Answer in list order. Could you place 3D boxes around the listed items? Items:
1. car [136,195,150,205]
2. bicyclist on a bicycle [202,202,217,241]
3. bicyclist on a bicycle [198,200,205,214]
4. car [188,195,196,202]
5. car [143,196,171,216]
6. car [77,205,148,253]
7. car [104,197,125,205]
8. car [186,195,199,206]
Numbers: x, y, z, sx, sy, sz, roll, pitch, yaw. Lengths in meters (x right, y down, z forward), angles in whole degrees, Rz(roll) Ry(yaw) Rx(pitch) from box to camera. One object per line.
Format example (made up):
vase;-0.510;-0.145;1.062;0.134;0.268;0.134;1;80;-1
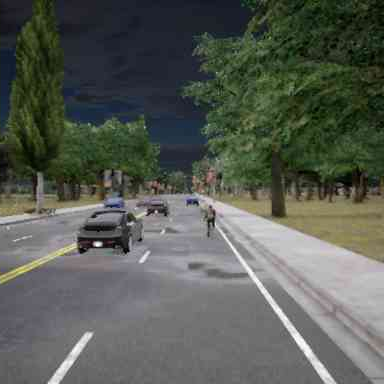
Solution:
car;-6.575;1.295;46.744;2.097;1.767;4.553;0;0;0
bicyclist on a bicycle;0.896;1.434;15.633;0.582;1.620;1.656;0;0;0
bicyclist on a bicycle;0.915;1.406;25.142;0.866;1.612;1.509;0;0;0
car;0.008;1.439;73.676;1.812;1.442;4.674;0;0;0
car;-3.146;1.466;31.712;1.837;1.490;4.892;0;0;0
car;-3.148;1.488;13.540;1.837;1.490;4.892;0;0;0
car;-9.832;1.426;42.466;1.882;1.535;5.008;0;0;0
car;0.107;1.412;55.131;1.882;1.535;5.008;0;0;0
